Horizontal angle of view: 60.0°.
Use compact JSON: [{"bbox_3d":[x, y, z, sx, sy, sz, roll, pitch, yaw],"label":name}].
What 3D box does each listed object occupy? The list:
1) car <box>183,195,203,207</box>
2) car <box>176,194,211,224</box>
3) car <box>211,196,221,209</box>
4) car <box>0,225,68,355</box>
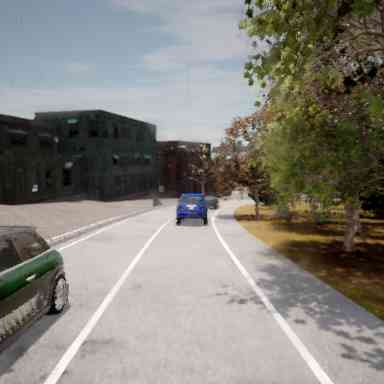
[{"bbox_3d":[0.215,1.250,47.905,1.837,1.490,4.892,1,0,14],"label":"car"},{"bbox_3d":[0.100,1.146,24.463,2.150,2.045,5.566,0,0,3],"label":"car"},{"bbox_3d":[2.522,1.334,42.652,1.837,1.490,4.892,1,0,12],"label":"car"},{"bbox_3d":[-3.408,1.357,4.465,2.097,1.767,4.553,0,0,-1],"label":"car"}]
